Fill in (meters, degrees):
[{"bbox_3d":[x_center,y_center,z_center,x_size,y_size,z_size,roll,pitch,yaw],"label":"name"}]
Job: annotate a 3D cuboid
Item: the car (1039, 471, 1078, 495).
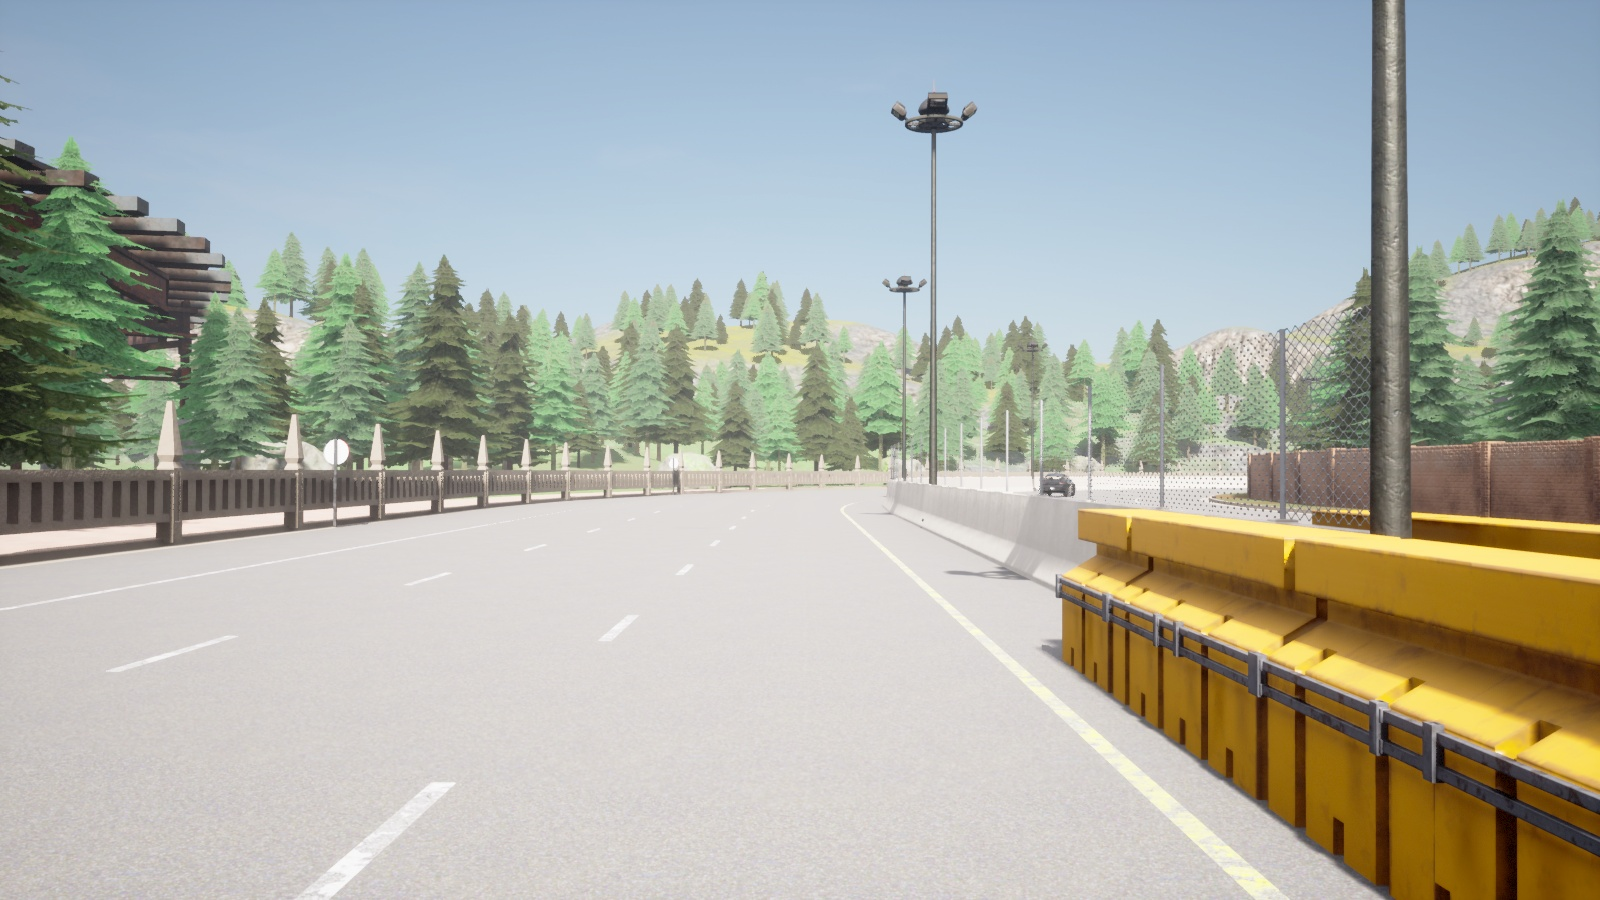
[{"bbox_3d":[16.466,2.100,79.893,1.816,1.474,4.193,-1,-1,21],"label":"car"}]
